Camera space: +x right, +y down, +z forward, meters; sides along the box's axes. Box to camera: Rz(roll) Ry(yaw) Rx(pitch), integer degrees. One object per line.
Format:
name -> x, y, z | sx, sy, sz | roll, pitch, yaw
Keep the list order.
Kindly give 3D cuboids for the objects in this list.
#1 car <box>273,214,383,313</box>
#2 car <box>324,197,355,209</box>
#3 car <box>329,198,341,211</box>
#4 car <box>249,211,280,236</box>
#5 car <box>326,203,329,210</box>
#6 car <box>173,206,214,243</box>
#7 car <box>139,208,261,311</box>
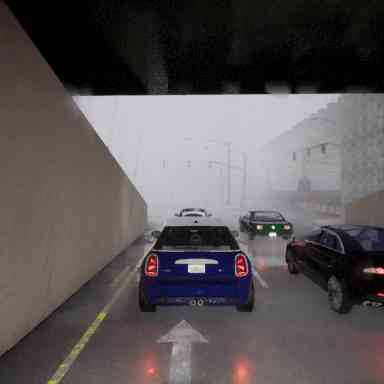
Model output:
car -> 3.581, 1.492, 7.644 | 2.128, 1.511, 4.902 | 0, 0, 0
car -> 17.543, 1.295, 39.397 | 1.853, 1.218, 4.536 | 0, 0, 45
car -> 17.406, 1.453, 34.753 | 2.038, 1.542, 4.974 | 0, 0, -35
car -> 3.587, 1.601, 16.970 | 1.895, 1.301, 4.718 | 0, 0, 0
car -> 17.507, 1.453, 39.360 | 2.038, 1.542, 4.974 | 0, 0, 45
car -> 0.065, 1.526, 16.961 | 1.812, 1.442, 4.674 | 0, 0, 0
car -> 0.082, 1.352, 7.910 | 2.097, 1.767, 4.553 | 0, 0, 0
